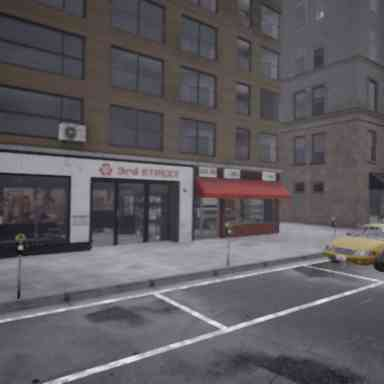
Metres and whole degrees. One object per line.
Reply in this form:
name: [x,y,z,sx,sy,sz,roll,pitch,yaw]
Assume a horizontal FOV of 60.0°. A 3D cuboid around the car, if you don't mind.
car: [6.439,1.674,11.379,4.829,1.417,1.752,1,0,-36]
